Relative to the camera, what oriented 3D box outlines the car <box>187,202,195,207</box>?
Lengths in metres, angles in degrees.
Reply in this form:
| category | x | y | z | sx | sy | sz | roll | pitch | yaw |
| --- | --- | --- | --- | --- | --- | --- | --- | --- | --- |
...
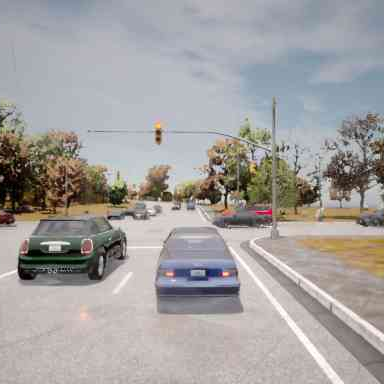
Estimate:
| category | x | y | z | sx | sy | sz | roll | pitch | yaw |
| --- | --- | --- | --- | --- | --- | --- | --- | --- | --- |
| car | -0.359 | 3.299 | 87.934 | 1.994 | 1.385 | 4.181 | 0 | 0 | -4 |

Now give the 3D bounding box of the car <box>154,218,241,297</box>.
| category | x | y | z | sx | sy | sz | roll | pitch | yaw |
| --- | --- | --- | --- | --- | --- | --- | --- | --- | --- |
| car | 0.065 | 1.645 | 8.873 | 2.033 | 1.411 | 5.357 | 0 | -1 | -1 |

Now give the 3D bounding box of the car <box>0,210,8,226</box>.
| category | x | y | z | sx | sy | sz | roll | pitch | yaw |
| --- | --- | --- | --- | --- | --- | --- | --- | --- | --- |
| car | -19.308 | 2.439 | 31.345 | 5.008 | 1.535 | 1.882 | 0 | -3 | 9 |

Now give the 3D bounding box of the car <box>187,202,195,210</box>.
| category | x | y | z | sx | sy | sz | roll | pitch | yaw |
| --- | --- | --- | --- | --- | --- | --- | --- | --- | --- |
| car | -0.234 | 3.462 | 77.751 | 1.812 | 1.442 | 4.674 | 0 | 0 | 0 |

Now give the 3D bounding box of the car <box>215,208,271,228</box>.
| category | x | y | z | sx | sy | sz | roll | pitch | yaw |
| --- | --- | --- | --- | --- | --- | --- | --- | --- | --- |
| car | 4.005 | 2.373 | 28.790 | 4.674 | 1.442 | 1.812 | 1 | -3 | -11 |

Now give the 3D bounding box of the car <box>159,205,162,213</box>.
| category | x | y | z | sx | sy | sz | roll | pitch | yaw |
| --- | --- | --- | --- | --- | --- | --- | --- | --- | --- |
| car | -7.217 | 3.484 | 67.950 | 1.837 | 1.490 | 4.892 | 0 | 0 | 0 |

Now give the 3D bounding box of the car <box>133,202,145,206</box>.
| category | x | y | z | sx | sy | sz | roll | pitch | yaw |
| --- | --- | --- | --- | --- | --- | --- | --- | --- | --- |
| car | -10.707 | 3.200 | 68.205 | 2.150 | 2.045 | 5.566 | 0 | 0 | 0 |

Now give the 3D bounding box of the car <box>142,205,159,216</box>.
| category | x | y | z | sx | sy | sz | roll | pitch | yaw |
| --- | --- | --- | --- | --- | --- | --- | --- | --- | --- |
| car | -7.253 | 3.429 | 57.660 | 1.812 | 1.442 | 4.674 | 0 | -1 | 0 |

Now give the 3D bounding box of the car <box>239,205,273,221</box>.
| category | x | y | z | sx | sy | sz | roll | pitch | yaw |
| --- | --- | --- | --- | --- | --- | --- | --- | --- | --- |
| car | 5.611 | 2.263 | 32.991 | 5.566 | 2.045 | 2.150 | 0 | -3 | -1 |

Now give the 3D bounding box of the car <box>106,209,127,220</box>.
| category | x | y | z | sx | sy | sz | roll | pitch | yaw |
| --- | --- | --- | --- | --- | --- | --- | --- | --- | --- |
| car | -10.775 | 3.206 | 47.571 | 2.033 | 1.411 | 5.357 | 0 | -2 | -3 |

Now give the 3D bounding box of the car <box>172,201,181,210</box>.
| category | x | y | z | sx | sy | sz | roll | pitch | yaw |
| --- | --- | --- | --- | --- | --- | --- | --- | --- | --- |
| car | -3.734 | 3.534 | 77.806 | 1.895 | 1.301 | 4.718 | 0 | 0 | 0 |

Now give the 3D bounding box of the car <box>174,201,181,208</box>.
| category | x | y | z | sx | sy | sz | roll | pitch | yaw |
| --- | --- | --- | --- | --- | --- | --- | --- | --- | --- |
| car | -3.858 | 3.243 | 87.838 | 1.837 | 1.490 | 4.892 | 0 | 0 | -4 |

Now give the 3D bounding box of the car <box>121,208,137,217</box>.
| category | x | y | z | sx | sy | sz | roll | pitch | yaw |
| --- | --- | --- | --- | --- | --- | --- | --- | --- | --- |
| car | -10.756 | 3.501 | 57.447 | 1.895 | 1.301 | 4.718 | 0 | -1 | 0 |

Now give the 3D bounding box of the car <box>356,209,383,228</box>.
| category | x | y | z | sx | sy | sz | roll | pitch | yaw |
| --- | --- | --- | --- | --- | --- | --- | --- | --- | --- |
| car | 17.055 | 2.455 | 29.773 | 4.181 | 1.385 | 1.994 | 0 | -3 | -3 |

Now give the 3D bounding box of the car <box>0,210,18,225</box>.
| category | x | y | z | sx | sy | sz | roll | pitch | yaw |
| --- | --- | --- | --- | --- | --- | --- | --- | --- | --- |
| car | -21.197 | 2.648 | 35.215 | 4.674 | 1.442 | 1.812 | 0 | -2 | 10 |

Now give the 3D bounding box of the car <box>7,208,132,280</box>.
| category | x | y | z | sx | sy | sz | roll | pitch | yaw |
| --- | --- | --- | --- | --- | --- | --- | --- | --- | --- |
| car | -3.447 | 1.485 | 10.487 | 2.097 | 1.767 | 4.553 | 0 | -1 | 0 |

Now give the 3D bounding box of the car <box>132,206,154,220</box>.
| category | x | y | z | sx | sy | sz | roll | pitch | yaw |
| --- | --- | --- | --- | --- | --- | --- | --- | --- | --- |
| car | -7.234 | 3.155 | 47.768 | 2.128 | 1.511 | 4.902 | 0 | -2 | 1 |
